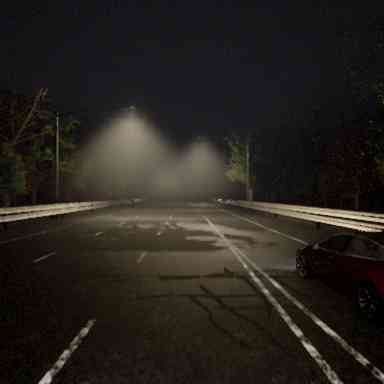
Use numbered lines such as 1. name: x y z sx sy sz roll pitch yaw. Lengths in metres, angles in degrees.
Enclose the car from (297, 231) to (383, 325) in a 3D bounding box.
1. car: 3.947 1.567 7.292 2.163 1.488 4.792 0 -1 -3
